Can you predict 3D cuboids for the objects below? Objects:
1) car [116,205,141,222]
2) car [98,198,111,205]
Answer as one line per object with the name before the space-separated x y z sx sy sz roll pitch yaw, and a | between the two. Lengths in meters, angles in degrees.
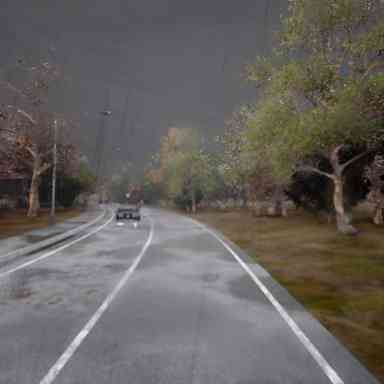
car | -5.424 1.768 28.485 1.994 1.385 4.181 1 0 -10
car | -17.762 1.857 67.507 1.994 1.385 4.181 2 -1 -25
